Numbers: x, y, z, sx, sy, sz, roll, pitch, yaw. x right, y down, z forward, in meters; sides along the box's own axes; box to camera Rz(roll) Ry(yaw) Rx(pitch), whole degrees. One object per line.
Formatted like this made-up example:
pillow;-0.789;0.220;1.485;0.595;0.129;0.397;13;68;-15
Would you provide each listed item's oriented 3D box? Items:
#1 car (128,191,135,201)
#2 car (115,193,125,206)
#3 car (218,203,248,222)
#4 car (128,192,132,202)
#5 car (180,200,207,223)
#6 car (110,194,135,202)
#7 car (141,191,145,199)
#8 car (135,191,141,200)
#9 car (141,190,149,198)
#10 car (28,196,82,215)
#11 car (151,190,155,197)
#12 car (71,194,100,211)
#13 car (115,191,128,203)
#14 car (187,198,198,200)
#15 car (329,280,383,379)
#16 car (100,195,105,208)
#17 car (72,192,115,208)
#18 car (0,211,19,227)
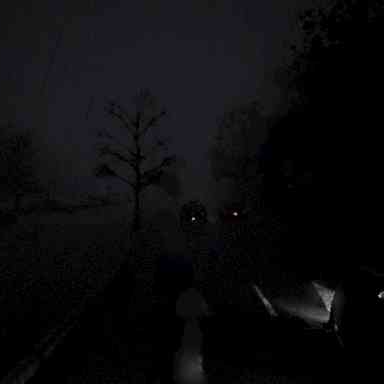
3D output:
car;-13.864;1.098;63.354;4.553;1.767;2.185;-1;1;-20
car;-13.666;1.363;51.415;5.366;1.575;1.946;-1;0;-20
car;3.097;1.530;25.758;1.994;1.385;4.181;0;0;0
car;-13.836;1.310;60.367;4.674;1.452;2.002;-1;0;-20
car;0.097;1.567;25.338;1.895;1.301;4.718;0;0;0
car;-13.833;1.216;66.366;4.674;1.452;2.002;-1;1;-20
car;-13.800;1.050;75.382;4.792;1.488;2.163;-1;1;-20
car;-13.822;1.126;69.366;5.008;1.535;2.097;-1;1;-20
car;-13.804;0.719;78.380;5.566;2.045;2.435;-1;1;-20
car;-13.821;1.476;33.345;4.792;1.488;2.163;-1;0;-20
car;-13.846;0.538;90.349;5.566;2.045;2.435;-1;1;-20
car;-14.016;1.435;39.269;5.366;1.575;1.946;-1;0;-20
car;-13.865;1.089;54.340;5.566;2.045;2.435;-1;1;-20
car;0.095;1.459;42.319;1.812;1.442;4.674;0;0;0
car;3.100;1.561;3.451;1.994;1.385;4.181;0;0;0
car;-13.847;1.465;42.342;4.674;1.452;2.002;-1;0;-20
car;-13.818;1.162;45.360;5.566;2.045;2.435;-1;0;-20
car;-13.827;1.494;21.339;4.792;1.488;2.163;-1;0;-20
